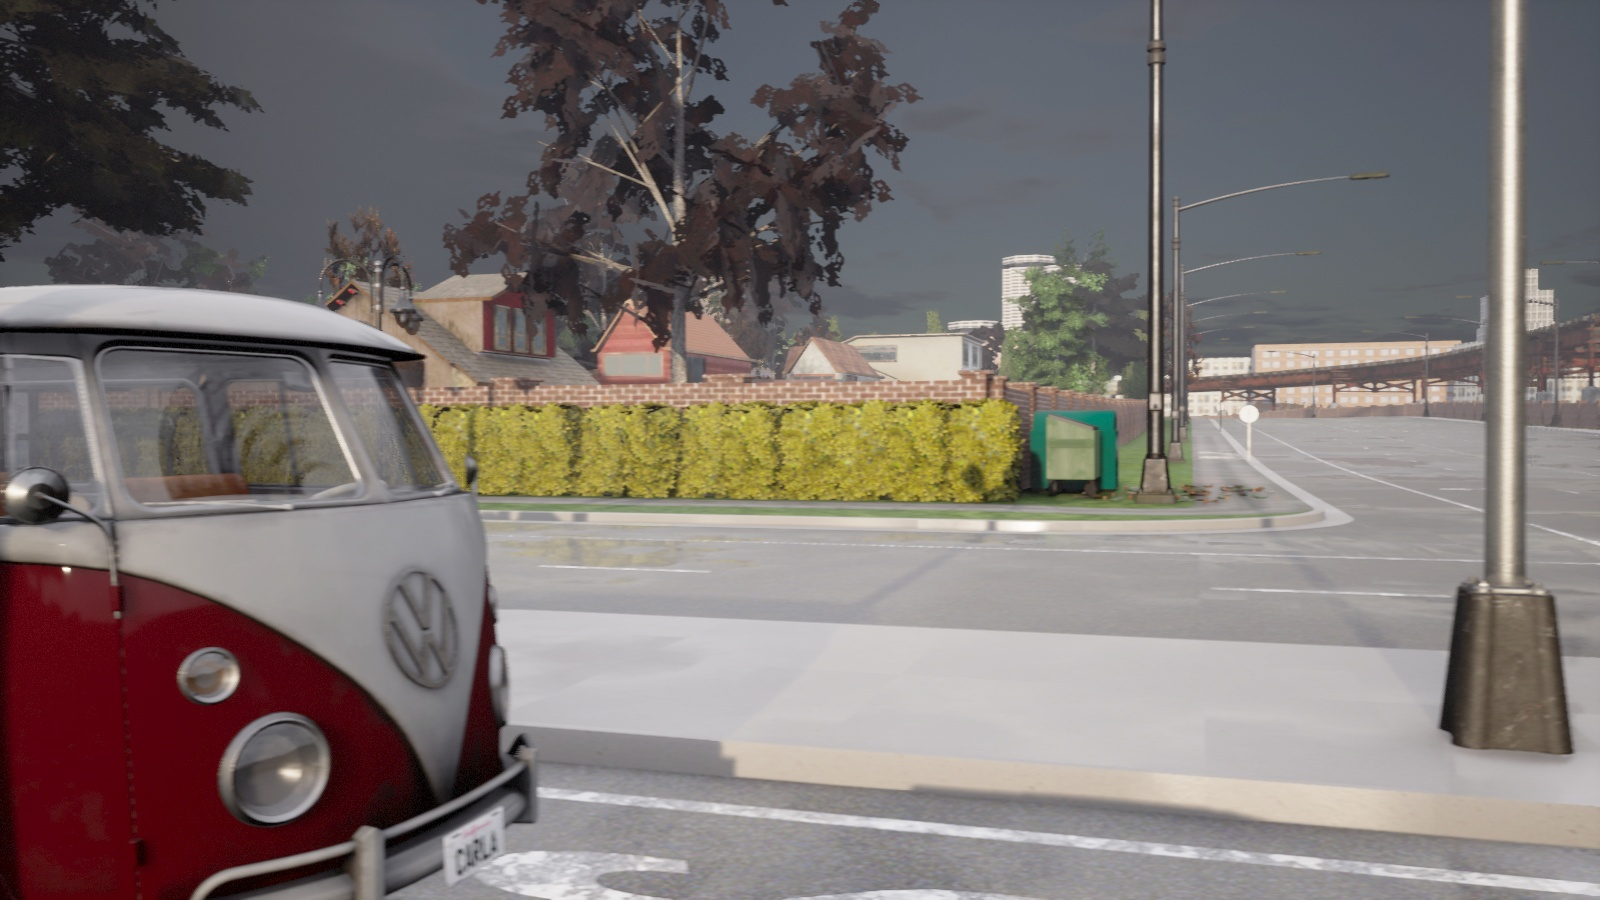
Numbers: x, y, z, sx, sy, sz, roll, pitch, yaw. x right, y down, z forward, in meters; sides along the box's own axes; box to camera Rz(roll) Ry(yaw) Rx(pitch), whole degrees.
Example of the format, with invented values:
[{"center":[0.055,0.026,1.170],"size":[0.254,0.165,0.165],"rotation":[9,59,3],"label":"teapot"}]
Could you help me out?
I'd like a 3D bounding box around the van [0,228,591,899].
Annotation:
[{"center":[-3.111,0.491,4.163],"size":[4.442,1.987,1.775],"rotation":[1,1,17],"label":"van"}]
